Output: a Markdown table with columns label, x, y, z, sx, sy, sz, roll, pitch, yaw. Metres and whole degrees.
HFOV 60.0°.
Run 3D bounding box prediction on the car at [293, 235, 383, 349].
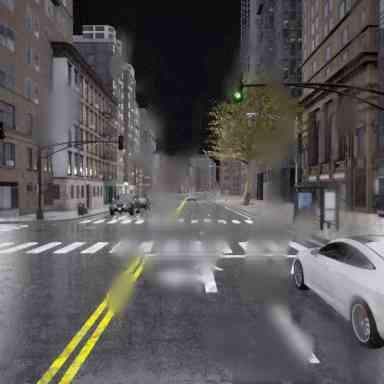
| label | x | y | z | sx | sy | sz | roll | pitch | yaw |
| --- | --- | --- | --- | --- | --- | --- | --- | --- | --- |
| car | 3.346 | 1.525 | 6.129 | 1.812 | 1.442 | 4.674 | 0 | 0 | 0 |

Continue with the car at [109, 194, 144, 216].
| label | x | y | z | sx | sy | sz | roll | pitch | yaw |
| --- | --- | --- | --- | --- | --- | --- | --- | --- | --- |
| car | -6.591 | 1.202 | 33.240 | 2.150 | 2.045 | 5.566 | 0 | 0 | 1 |

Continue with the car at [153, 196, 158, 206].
| label | x | y | z | sx | sy | sz | roll | pitch | yaw |
| --- | --- | --- | --- | --- | --- | --- | --- | --- | --- |
| car | -6.622 | 1.427 | 53.669 | 2.128 | 1.511 | 4.902 | 0 | 0 | 0 |

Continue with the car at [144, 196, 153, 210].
| label | x | y | z | sx | sy | sz | roll | pitch | yaw |
| --- | --- | --- | --- | --- | --- | --- | --- | --- | --- |
| car | -6.625 | 1.442 | 43.351 | 1.882 | 1.535 | 5.008 | 0 | 0 | 0 |

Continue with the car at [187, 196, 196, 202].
| label | x | y | z | sx | sy | sz | roll | pitch | yaw |
| --- | --- | --- | --- | --- | --- | --- | --- | --- | --- |
| car | -0.040 | 1.445 | 73.489 | 1.895 | 1.301 | 4.718 | 0 | 0 | 0 |
